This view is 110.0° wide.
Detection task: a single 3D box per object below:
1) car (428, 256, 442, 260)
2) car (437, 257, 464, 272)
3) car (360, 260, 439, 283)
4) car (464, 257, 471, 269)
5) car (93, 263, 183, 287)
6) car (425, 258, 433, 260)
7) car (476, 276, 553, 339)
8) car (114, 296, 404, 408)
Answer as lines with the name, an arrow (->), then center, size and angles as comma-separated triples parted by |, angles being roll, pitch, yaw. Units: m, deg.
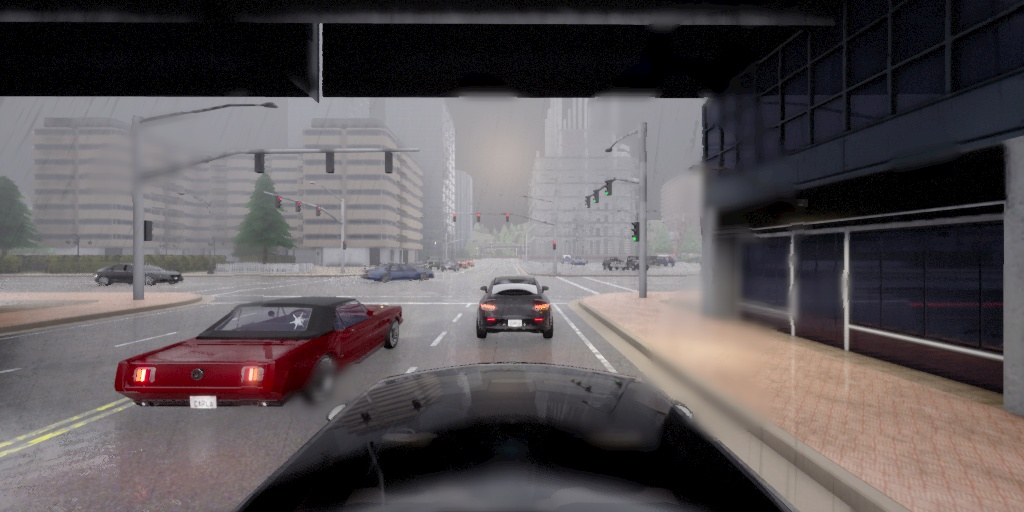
car -> -11.656, 0.971, 53.968 | 2.150, 2.045, 5.566 | 0, 0, -1
car -> -8.107, 1.241, 47.406 | 2.128, 1.511, 4.902 | 0, 0, 0
car -> -8.775, 1.297, 27.707 | 5.357, 1.411, 2.033 | 0, 0, -40
car -> -8.173, 1.102, 56.317 | 2.097, 1.767, 4.553 | 0, 0, 0
car -> -25.220, 1.254, 24.298 | 4.892, 1.490, 1.837 | 0, 0, 0
car -> -11.582, 1.314, 44.610 | 1.994, 1.385, 4.181 | 0, 0, 0
car -> 0.071, 1.276, 10.004 | 1.812, 1.442, 4.674 | 0, 0, 0
car -> -3.440, 1.351, 6.237 | 1.895, 1.301, 4.718 | 0, 0, 0
